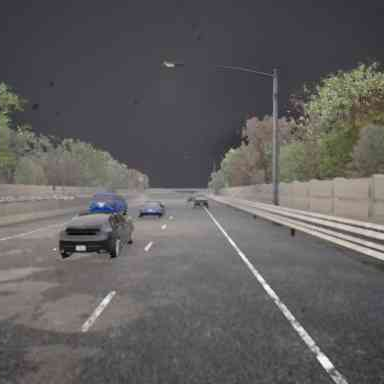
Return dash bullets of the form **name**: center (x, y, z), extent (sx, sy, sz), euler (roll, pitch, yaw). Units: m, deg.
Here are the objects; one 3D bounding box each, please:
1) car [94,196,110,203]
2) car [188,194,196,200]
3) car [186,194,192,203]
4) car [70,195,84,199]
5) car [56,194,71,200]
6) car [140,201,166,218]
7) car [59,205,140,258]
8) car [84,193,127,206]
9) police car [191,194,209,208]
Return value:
- **car**: center (-17.523, 1.426, 64.831), extent (1.895, 1.301, 4.718), euler (0, 0, 0)
- **car**: center (-0.025, 1.171, 79.477), extent (1.837, 1.490, 4.892), euler (0, 0, 0)
- **car**: center (-0.020, 1.339, 63.352), extent (1.837, 1.490, 4.892), euler (0, 0, 0)
- **car**: center (-21.023, 1.372, 64.269), extent (2.033, 1.411, 5.357), euler (0, 0, 0)
- **car**: center (-24.521, 1.185, 64.319), extent (2.097, 1.767, 4.553), euler (0, 0, 0)
- **car**: center (-3.406, 1.467, 29.346), extent (1.994, 1.385, 4.181), euler (0, 0, 0)
- **car**: center (-3.404, 1.463, 12.595), extent (1.837, 1.490, 4.892), euler (0, 0, 0)
- **car**: center (-6.914, 1.129, 27.965), extent (2.150, 2.045, 5.566), euler (0, 0, 0)
- **police car**: center (1.211, 1.293, 44.694), extent (1.930, 1.638, 5.238), euler (0, 0, 0)
